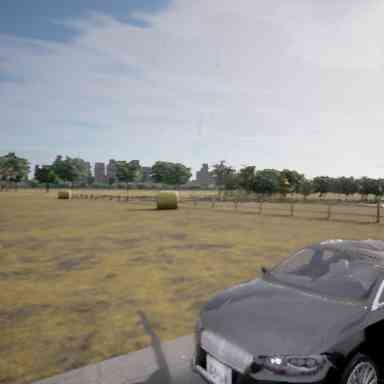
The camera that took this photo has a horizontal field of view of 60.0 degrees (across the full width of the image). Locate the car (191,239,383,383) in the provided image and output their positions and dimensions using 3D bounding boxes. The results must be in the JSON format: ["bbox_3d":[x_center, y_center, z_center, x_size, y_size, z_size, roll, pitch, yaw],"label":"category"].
[{"bbox_3d":[2.255,1.490,4.682,4.902,1.511,2.128,0,0,-36],"label":"car"}]
